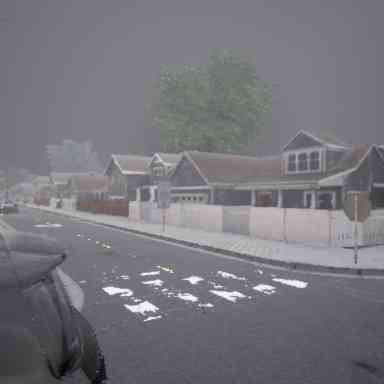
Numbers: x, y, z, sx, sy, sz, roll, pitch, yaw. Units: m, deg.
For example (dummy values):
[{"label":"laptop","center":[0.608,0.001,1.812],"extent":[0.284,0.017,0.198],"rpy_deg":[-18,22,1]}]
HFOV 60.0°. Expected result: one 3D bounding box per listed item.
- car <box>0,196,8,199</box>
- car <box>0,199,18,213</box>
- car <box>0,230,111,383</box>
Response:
[{"label":"car","center":[-46.621,2.398,83.186],"extent":[1.994,1.385,4.181],"rpy_deg":[1,-1,-33]},{"label":"car","center":[-23.703,1.963,42.929],"extent":[1.812,1.442,4.674],"rpy_deg":[1,-1,-33]},{"label":"car","center":[-2.972,1.228,0.848],"extent":[5.566,2.045,2.150],"rpy_deg":[1,-1,-33]}]
